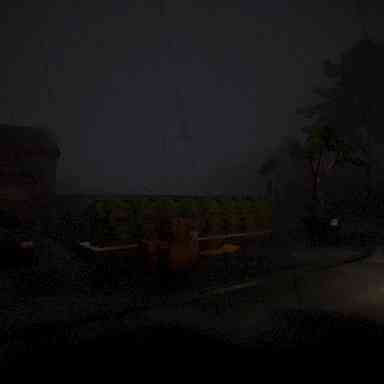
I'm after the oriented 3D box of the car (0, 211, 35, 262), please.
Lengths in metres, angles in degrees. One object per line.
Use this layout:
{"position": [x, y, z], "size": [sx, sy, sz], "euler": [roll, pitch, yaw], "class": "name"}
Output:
{"position": [-6.443, 1.356, 10.801], "size": [2.033, 1.415, 5.357], "euler": [0, 0, -33], "class": "car"}
